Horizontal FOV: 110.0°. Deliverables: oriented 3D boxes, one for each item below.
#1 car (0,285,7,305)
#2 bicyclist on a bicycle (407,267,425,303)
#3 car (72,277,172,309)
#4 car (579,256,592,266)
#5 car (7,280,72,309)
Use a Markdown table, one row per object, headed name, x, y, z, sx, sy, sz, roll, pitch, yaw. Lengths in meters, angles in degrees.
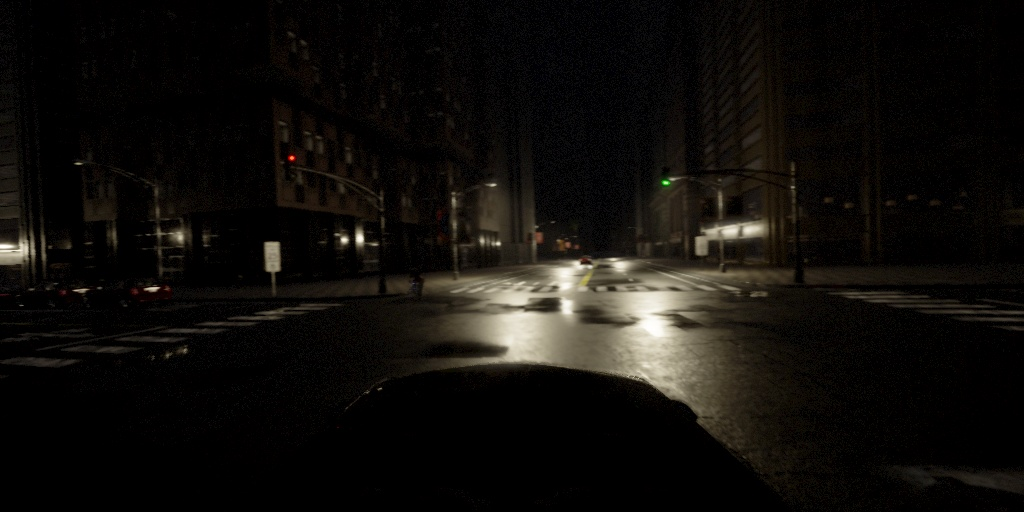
| name | x | y | z | sx | sy | sz | roll | pitch | yaw |
| --- | --- | --- | --- | --- | --- | --- | --- | --- | --- |
| car | -30.886 | 2.405 | 21.667 | 4.207 | 1.307 | 1.802 | 0 | 0 | 14 |
| bicyclist on a bicycle | -4.483 | 1.349 | 16.789 | 0.582 | 1.620 | 1.656 | -2 | 0 | 14 |
| car | -20.380 | 1.879 | 18.988 | 4.097 | 1.591 | 1.967 | 0 | 0 | 14 |
| car | 12.670 | 0.708 | 61.757 | 2.097 | 1.767 | 4.553 | -2 | 0 | 14 |
| car | -25.633 | 2.071 | 20.328 | 4.097 | 1.591 | 1.967 | 0 | 0 | 14 |
